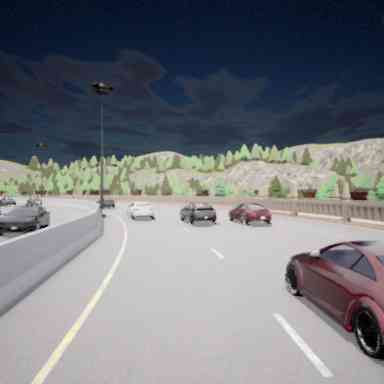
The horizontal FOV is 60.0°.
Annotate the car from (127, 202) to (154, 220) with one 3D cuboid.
[{"bbox_3d":[-4.446,1.545,28.579,1.812,1.442,4.674,0,0,-17],"label":"car"}]

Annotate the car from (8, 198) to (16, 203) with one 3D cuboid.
[{"bbox_3d":[-31.452,1.684,56.925,2.033,1.411,5.357,0,0,-39],"label":"car"}]

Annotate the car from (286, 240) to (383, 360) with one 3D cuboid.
[{"bbox_3d":[3.216,1.550,5.970,1.994,1.385,4.181,0,0,-4],"label":"car"}]

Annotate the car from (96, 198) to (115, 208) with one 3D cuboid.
[{"bbox_3d":[-12.338,1.546,47.480,2.128,1.511,4.902,0,0,-28],"label":"car"}]

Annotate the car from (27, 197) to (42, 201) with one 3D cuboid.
[{"bbox_3d":[-26.647,1.610,56.381,2.128,1.511,4.902,0,0,-36],"label":"car"}]

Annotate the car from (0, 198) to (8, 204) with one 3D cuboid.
[{"bbox_3d":[-13.071,1.278,19.677,2.150,2.045,5.566,0,0,-14],"label":"car"}]

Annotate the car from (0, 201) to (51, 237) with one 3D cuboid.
[{"bbox_3d":[-9.348,1.519,18.902,1.882,1.535,5.008,0,0,-13],"label":"car"}]

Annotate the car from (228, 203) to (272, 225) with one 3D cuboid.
[{"bbox_3d":[4.067,1.508,23.777,1.812,1.442,4.674,0,0,-13],"label":"car"}]

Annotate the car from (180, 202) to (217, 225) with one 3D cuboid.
[{"bbox_3d":[0.363,1.490,24.198,2.128,1.511,4.902,0,0,-14],"label":"car"}]
